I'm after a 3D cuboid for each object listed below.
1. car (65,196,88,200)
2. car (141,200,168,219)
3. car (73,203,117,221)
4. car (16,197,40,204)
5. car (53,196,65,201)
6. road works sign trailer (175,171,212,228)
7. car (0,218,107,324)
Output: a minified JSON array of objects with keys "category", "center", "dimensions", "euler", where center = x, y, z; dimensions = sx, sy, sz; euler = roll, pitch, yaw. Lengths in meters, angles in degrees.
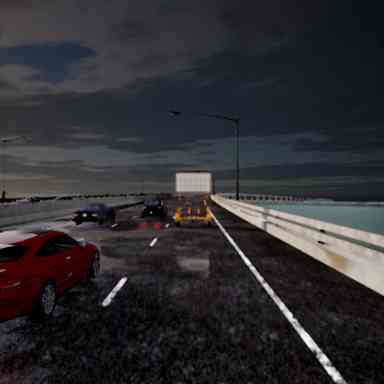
[{"category":"car","center":[-17.072,1.480,51.162],"dimensions":[2.033,1.411,5.357],"euler":[0,0,2]},{"category":"car","center":[-3.229,1.454,29.129],"dimensions":[2.128,1.511,4.902],"euler":[0,0,1]},{"category":"car","center":[-6.787,1.518,23.630],"dimensions":[2.033,1.411,5.357],"euler":[0,0,1]},{"category":"car","center":[-24.116,1.500,49.096],"dimensions":[1.994,1.385,4.181],"euler":[0,0,1]},{"category":"car","center":[-20.526,1.435,52.808],"dimensions":[1.837,1.490,4.892],"euler":[0,0,2]},{"category":"road works sign trailer","center":[0.093,0.437,21.975],"dimensions":[2.380,3.560,2.880],"euler":[0,0,1]},{"category":"car","center":[-3.383,1.517,7.044],"dimensions":[1.812,1.442,4.674],"euler":[0,0,0]}]
